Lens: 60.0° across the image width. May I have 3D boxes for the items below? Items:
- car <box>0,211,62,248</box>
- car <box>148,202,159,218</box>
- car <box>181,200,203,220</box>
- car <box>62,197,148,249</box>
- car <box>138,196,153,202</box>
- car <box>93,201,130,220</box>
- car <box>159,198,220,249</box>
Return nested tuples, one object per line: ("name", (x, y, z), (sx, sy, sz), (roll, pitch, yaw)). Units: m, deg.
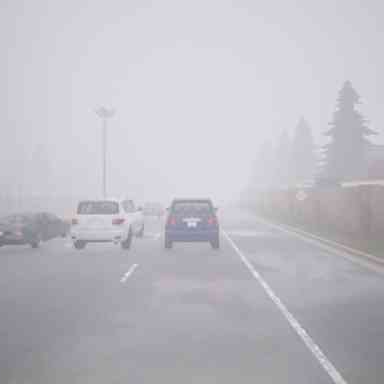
("car", (-7.000, 1.560, 14.650), (2.033, 1.411, 5.357), (0, 0, 0))
("car", (-3.500, 1.561, 29.650), (2.033, 1.411, 5.357), (0, 0, 0))
("car", (0.000, 1.514, 29.650), (1.837, 1.490, 4.892), (0, 0, 0))
("car", (-3.500, 1.255, 14.680), (2.150, 2.045, 5.566), (0, 0, 0))
("car", (-10.684, 1.540, 76.768), (1.994, 1.385, 4.181), (0, 0, 15))
("car", (-7.000, 1.560, 29.650), (2.033, 1.411, 5.357), (0, 0, 0))
("car", (0.000, 1.255, 14.680), (2.150, 2.045, 5.566), (0, 0, 0))
